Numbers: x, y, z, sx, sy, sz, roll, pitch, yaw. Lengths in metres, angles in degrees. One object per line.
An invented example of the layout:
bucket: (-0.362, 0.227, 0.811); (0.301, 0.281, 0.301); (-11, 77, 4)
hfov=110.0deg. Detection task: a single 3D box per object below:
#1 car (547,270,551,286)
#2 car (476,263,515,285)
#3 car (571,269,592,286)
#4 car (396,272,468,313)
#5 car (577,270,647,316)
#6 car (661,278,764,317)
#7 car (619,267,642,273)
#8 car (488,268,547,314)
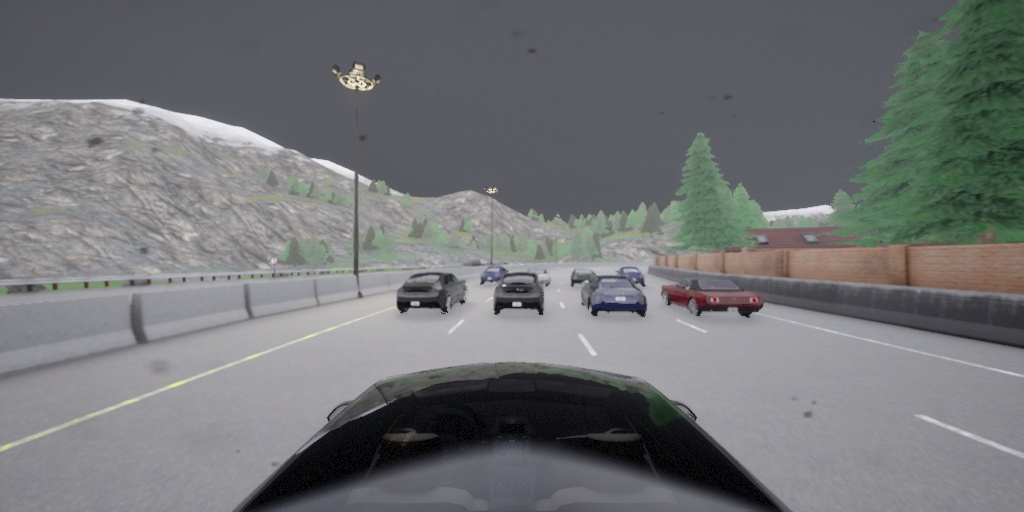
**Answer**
car: (2.051, 1.629, 28.314); (1.895, 1.301, 4.718); (0, -1, 10)
car: (-1.281, 1.565, 29.490); (1.812, 1.442, 4.674); (0, 0, 11)
car: (5.511, 1.623, 27.779); (1.895, 1.301, 4.718); (0, -1, 10)
car: (-3.109, 1.393, 14.719); (1.837, 1.490, 4.892); (0, 0, 5)
car: (3.870, 1.445, 14.182); (1.994, 1.385, 4.181); (0, -1, 5)
car: (7.344, 1.478, 13.813); (1.895, 1.301, 4.718); (0, -1, 5)
car: (9.093, 1.549, 27.861); (1.812, 1.442, 4.674); (0, 0, 11)
car: (0.388, 1.391, 14.529); (1.837, 1.490, 4.892); (0, 0, 5)
